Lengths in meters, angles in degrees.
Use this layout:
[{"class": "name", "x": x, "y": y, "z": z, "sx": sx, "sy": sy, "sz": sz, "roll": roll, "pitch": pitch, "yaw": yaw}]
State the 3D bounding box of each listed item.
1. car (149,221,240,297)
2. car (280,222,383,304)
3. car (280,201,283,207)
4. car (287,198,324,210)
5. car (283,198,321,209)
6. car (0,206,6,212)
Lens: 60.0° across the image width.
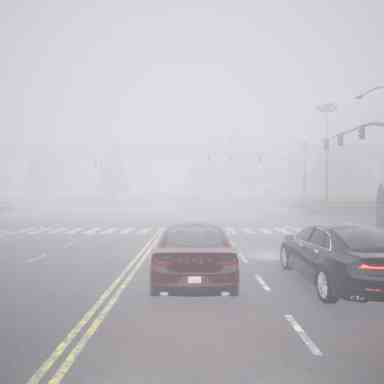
[{"class": "car", "x": 0.055, "y": 1.477, "z": 8.640, "sx": 1.882, "sy": 1.535, "sz": 5.008, "roll": 0, "pitch": 0, "yaw": 0}, {"class": "car", "x": 3.554, "y": 1.505, "z": 8.128, "sx": 1.837, "sy": 1.490, "sz": 4.892, "roll": 0, "pitch": 0, "yaw": 0}, {"class": "car", "x": 14.572, "y": 1.564, "z": 47.150, "sx": 4.181, "sy": 1.385, "sz": 1.994, "roll": 0, "pitch": 0, "yaw": 0}, {"class": "car", "x": 14.870, "y": 1.564, "z": 43.650, "sx": 4.181, "sy": 1.385, "sz": 1.994, "roll": 0, "pitch": 0, "yaw": 0}, {"class": "car", "x": 14.198, "y": 1.547, "z": 40.151, "sx": 5.357, "sy": 1.411, "sz": 2.033, "roll": 0, "pitch": 0, "yaw": 0}, {"class": "car", "x": -21.533, "y": 1.547, "z": 33.080, "sx": 5.357, "sy": 1.411, "sz": 2.033, "roll": 0, "pitch": 0, "yaw": 0}]
